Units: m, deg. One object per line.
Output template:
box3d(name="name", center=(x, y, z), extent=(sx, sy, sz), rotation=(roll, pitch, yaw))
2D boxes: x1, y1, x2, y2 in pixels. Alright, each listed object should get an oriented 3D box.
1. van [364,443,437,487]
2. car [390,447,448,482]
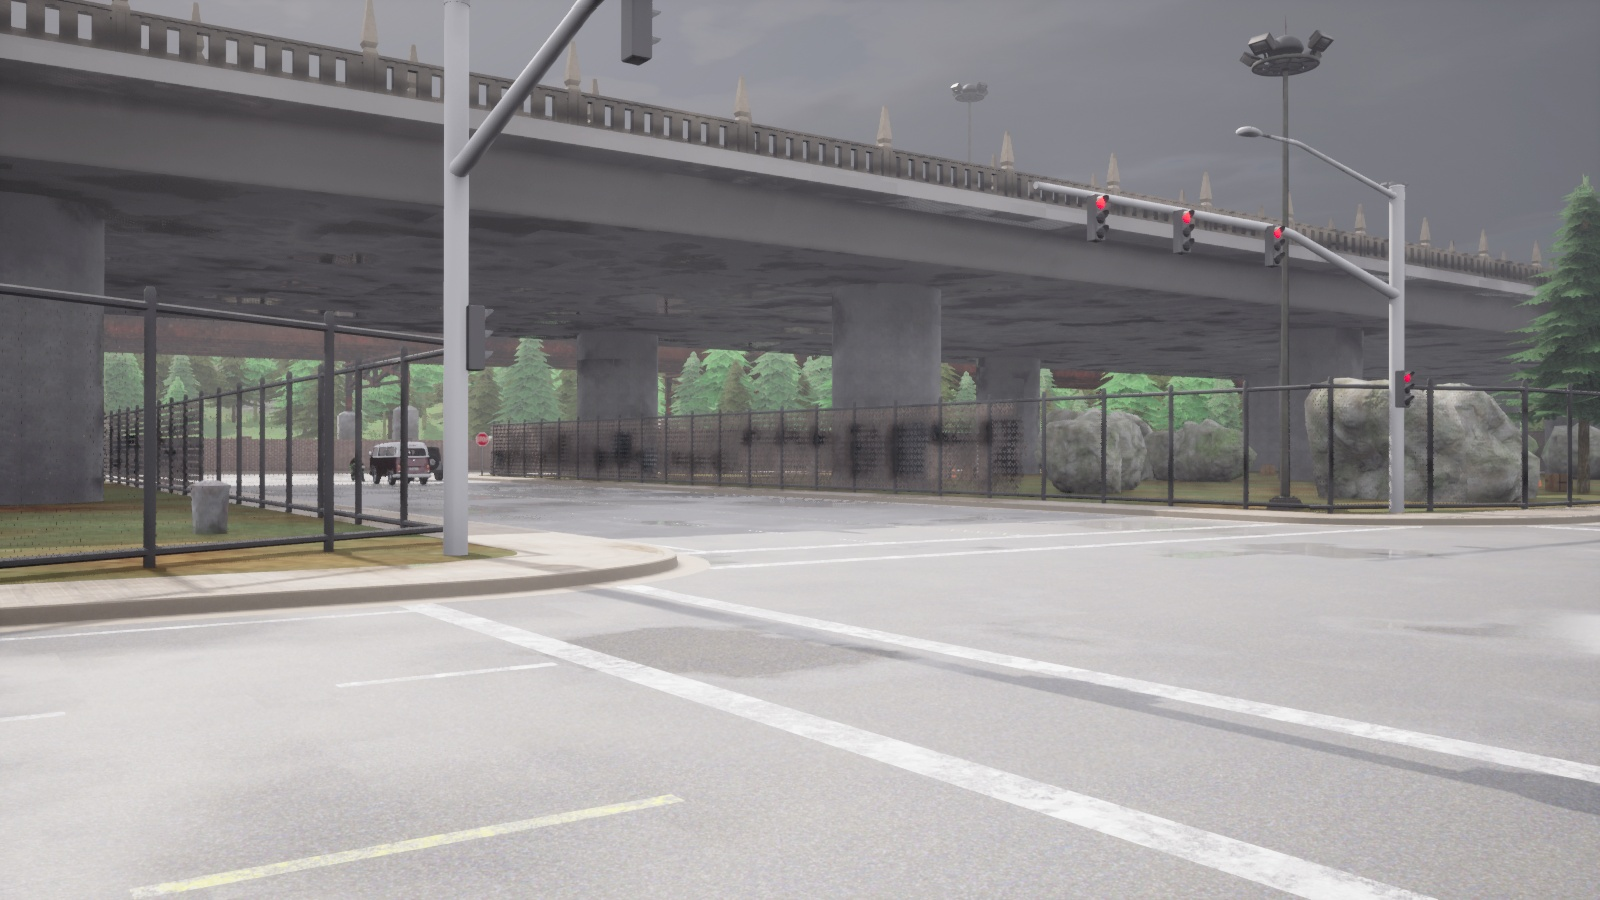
box3d(name="van", center=(-19.196, 0.712, 60.221), extent=(2.069, 2.038, 4.480), rotation=(0, 0, -35))
box3d(name="car", center=(-20.871, 0.805, 68.723), extent=(1.905, 1.878, 3.866), rotation=(0, -1, -35))
